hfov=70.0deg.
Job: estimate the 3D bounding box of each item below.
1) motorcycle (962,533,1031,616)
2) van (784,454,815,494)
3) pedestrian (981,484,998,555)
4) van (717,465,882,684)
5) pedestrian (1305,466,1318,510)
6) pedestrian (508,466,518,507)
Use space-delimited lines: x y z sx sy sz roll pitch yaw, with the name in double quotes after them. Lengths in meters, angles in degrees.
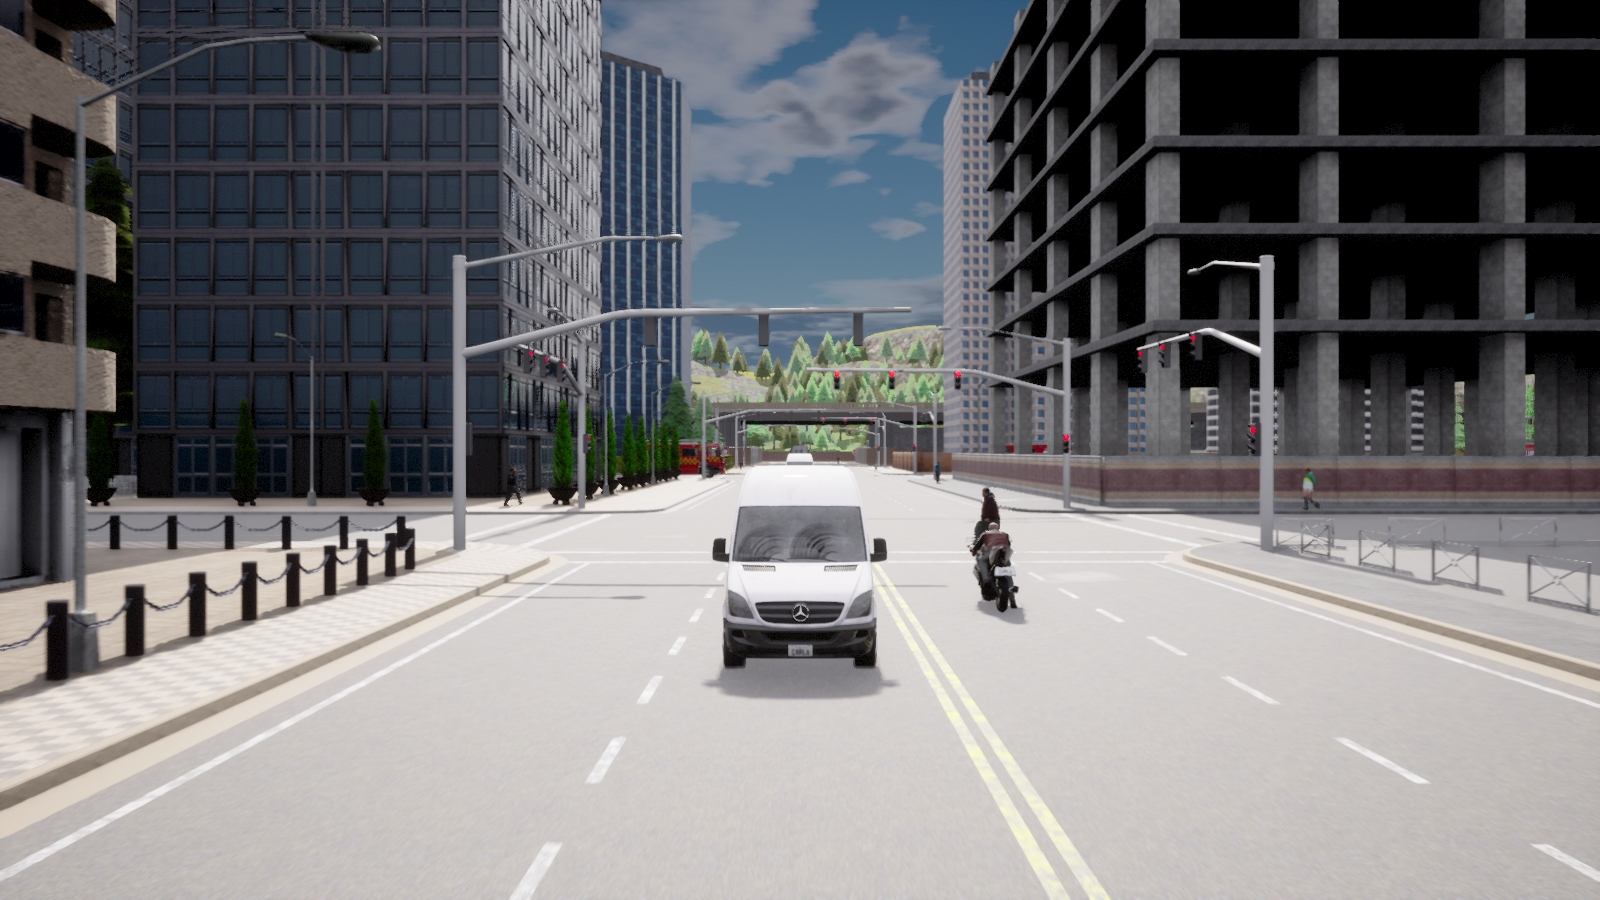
3.498 2.205 20.559 0.867 1.251 2.209 0 0 0 "motorcycle"
-0.014 1.534 75.369 1.988 2.561 5.915 0 0 0 "van"
5.036 1.834 30.398 0.375 1.860 0.375 0 0 -2 "pedestrian"
-0.005 1.534 16.681 1.988 2.561 5.915 0 0 0 "van"
22.041 1.641 49.221 0.375 1.860 0.375 0 0 -2 "pedestrian"
-13.010 1.641 51.761 0.375 1.860 0.375 0 0 -4 "pedestrian"
